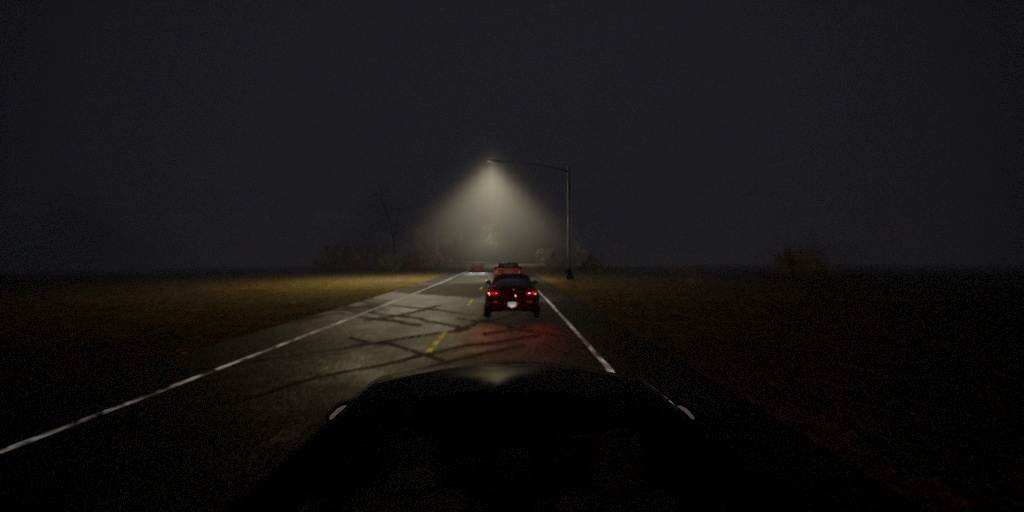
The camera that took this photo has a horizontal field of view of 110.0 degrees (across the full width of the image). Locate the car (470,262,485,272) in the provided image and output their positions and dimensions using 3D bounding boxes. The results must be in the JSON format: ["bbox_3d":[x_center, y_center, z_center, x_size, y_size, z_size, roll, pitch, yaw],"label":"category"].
[{"bbox_3d":[-4.787,1.539,49.969,1.895,1.301,4.718,0,0,-3],"label":"car"}]

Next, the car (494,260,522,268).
[{"bbox_3d":[-0.285,1.200,27.356,2.097,1.767,4.553,0,0,-1],"label":"car"}]

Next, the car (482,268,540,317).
[{"bbox_3d":[-0.009,1.321,13.224,1.812,1.442,4.674,0,0,0],"label":"car"}]
